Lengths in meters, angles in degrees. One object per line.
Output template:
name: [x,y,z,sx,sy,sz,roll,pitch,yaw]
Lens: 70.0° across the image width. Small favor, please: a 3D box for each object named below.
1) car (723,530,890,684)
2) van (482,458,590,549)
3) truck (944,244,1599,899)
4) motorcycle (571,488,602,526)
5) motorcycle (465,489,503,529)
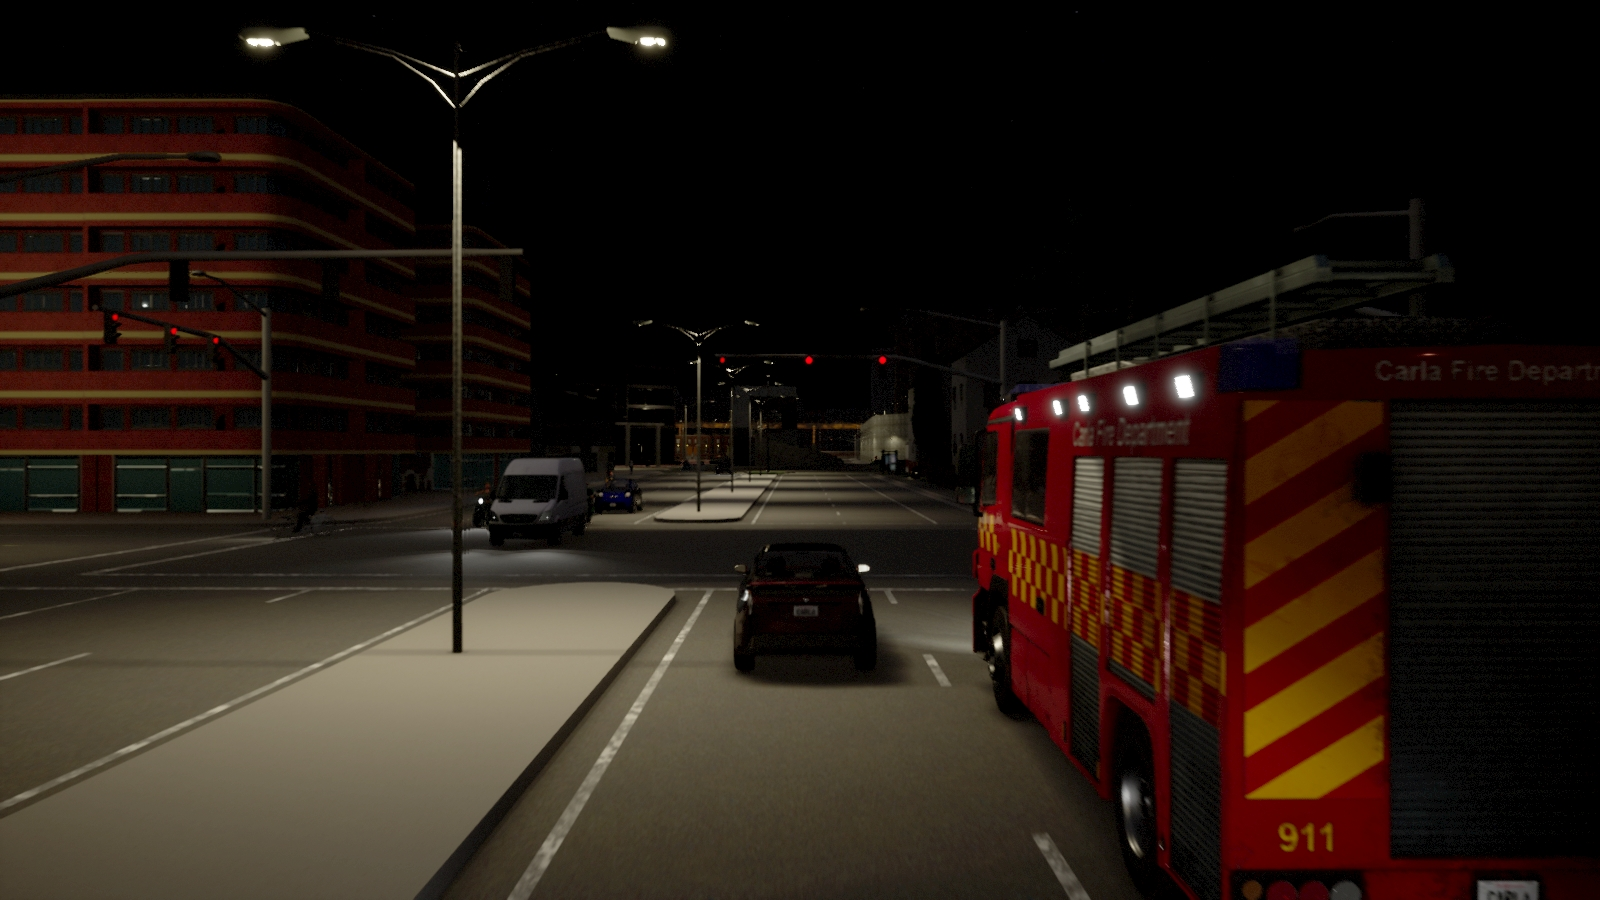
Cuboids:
car: [0.044,2.040,15.952,2.007,1.525,4.514,0,0,-1]
van: [-8.054,1.535,35.447,1.988,2.561,5.915,0,0,0]
truck: [3.229,0.890,9.915,2.891,3.827,8.468,0,0,0]
motorcycle: [-8.043,2.129,43.082,0.856,1.341,1.805,0,0,0]
motorcycle: [-11.561,2.142,41.879,0.764,1.332,2.356,0,0,0]
